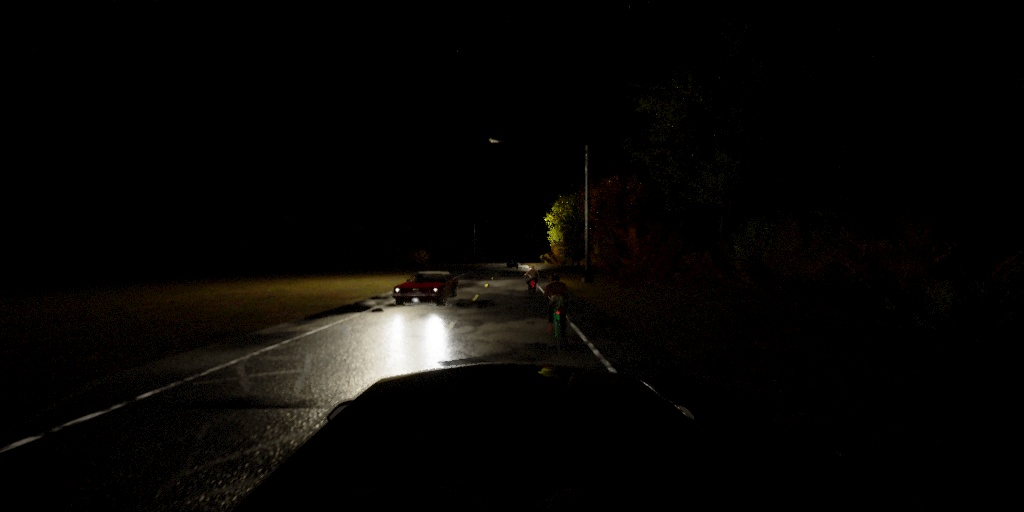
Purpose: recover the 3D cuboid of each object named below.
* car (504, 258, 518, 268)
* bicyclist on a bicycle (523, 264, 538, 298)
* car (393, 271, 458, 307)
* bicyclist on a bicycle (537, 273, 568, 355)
[{"bbox_3d":[0.091,1.302,61.315,2.033,1.411,5.357,0,0,0],"label":"car"},{"bbox_3d":[0.995,1.188,17.546,0.866,1.612,1.509,0,0,0],"label":"bicyclist on a bicycle"},{"bbox_3d":[-3.601,1.352,15.646,1.895,1.301,4.718,0,0,0],"label":"car"},{"bbox_3d":[0.962,1.203,7.770,0.582,1.620,1.656,0,0,0],"label":"bicyclist on a bicycle"}]
